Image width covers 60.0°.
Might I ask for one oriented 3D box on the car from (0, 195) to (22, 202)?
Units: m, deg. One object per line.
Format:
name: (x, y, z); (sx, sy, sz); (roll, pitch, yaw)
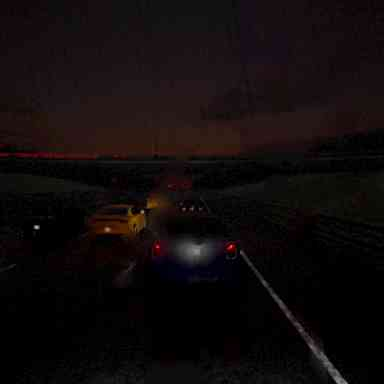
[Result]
car: (-21.100, 1.097, 39.631); (1.994, 1.385, 4.181); (0, 1, 0)

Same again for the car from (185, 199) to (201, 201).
car: (0.063, 1.246, 27.102); (2.033, 1.411, 5.357); (0, 1, 1)

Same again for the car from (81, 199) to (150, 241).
car: (-3.413, 1.323, 15.937); (1.882, 1.535, 5.008); (0, 1, 0)

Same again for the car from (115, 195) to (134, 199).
car: (-6.914, 1.082, 34.250); (1.882, 1.535, 5.008); (0, 1, 0)

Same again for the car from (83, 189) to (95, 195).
car: (-24.519, 0.131, 79.443); (1.837, 1.490, 4.892); (0, 1, 0)

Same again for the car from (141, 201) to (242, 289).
car: (0.060, 1.281, 9.106); (2.097, 1.767, 4.553); (0, 1, 0)

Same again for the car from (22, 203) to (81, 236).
car: (-6.912, 1.320, 17.267); (2.128, 1.511, 4.902); (0, 1, 0)

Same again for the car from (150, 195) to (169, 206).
car: (-3.413, 1.083, 34.190); (1.882, 1.535, 5.008); (0, 1, 0)

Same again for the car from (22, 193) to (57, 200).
car: (-17.601, 0.889, 39.336); (2.097, 1.767, 4.553); (0, 1, 0)
